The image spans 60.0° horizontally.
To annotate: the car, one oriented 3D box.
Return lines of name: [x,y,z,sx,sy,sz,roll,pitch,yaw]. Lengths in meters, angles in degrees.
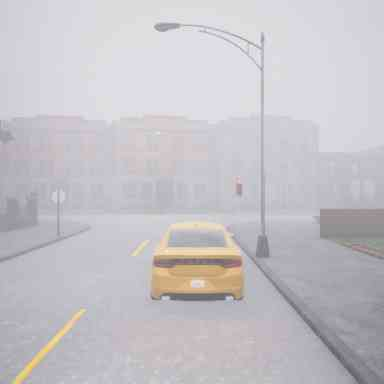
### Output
car: [0.110,1.478,8.396,1.882,1.535,5.008,0,0,0]
